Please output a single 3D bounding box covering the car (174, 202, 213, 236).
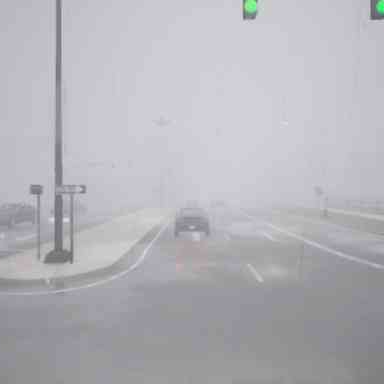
[{"bbox_3d":[0.000,1.514,18.230,1.812,1.442,4.674,0,0,0],"label":"car"}]

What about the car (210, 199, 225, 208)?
[{"bbox_3d":[3.529,1.570,46.392,1.895,1.301,4.718,0,0,1],"label":"car"}]

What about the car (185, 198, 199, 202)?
[{"bbox_3d":[0.035,1.533,46.738,1.994,1.385,4.181,0,0,0],"label":"car"}]

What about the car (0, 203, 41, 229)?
[{"bbox_3d":[-11.594,1.478,21.494,2.128,1.511,4.902,0,0,0],"label":"car"}]

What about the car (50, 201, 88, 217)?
[{"bbox_3d":[-11.560,1.527,31.785,2.033,1.411,5.357,0,0,1],"label":"car"}]
